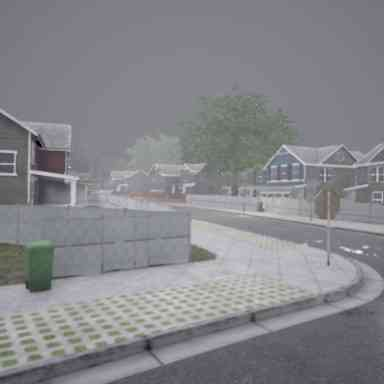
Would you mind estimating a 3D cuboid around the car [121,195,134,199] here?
[{"bbox_3d":[-10.483,1.135,52.237,2.033,1.411,5.357,1,0,-30],"label":"car"}]
